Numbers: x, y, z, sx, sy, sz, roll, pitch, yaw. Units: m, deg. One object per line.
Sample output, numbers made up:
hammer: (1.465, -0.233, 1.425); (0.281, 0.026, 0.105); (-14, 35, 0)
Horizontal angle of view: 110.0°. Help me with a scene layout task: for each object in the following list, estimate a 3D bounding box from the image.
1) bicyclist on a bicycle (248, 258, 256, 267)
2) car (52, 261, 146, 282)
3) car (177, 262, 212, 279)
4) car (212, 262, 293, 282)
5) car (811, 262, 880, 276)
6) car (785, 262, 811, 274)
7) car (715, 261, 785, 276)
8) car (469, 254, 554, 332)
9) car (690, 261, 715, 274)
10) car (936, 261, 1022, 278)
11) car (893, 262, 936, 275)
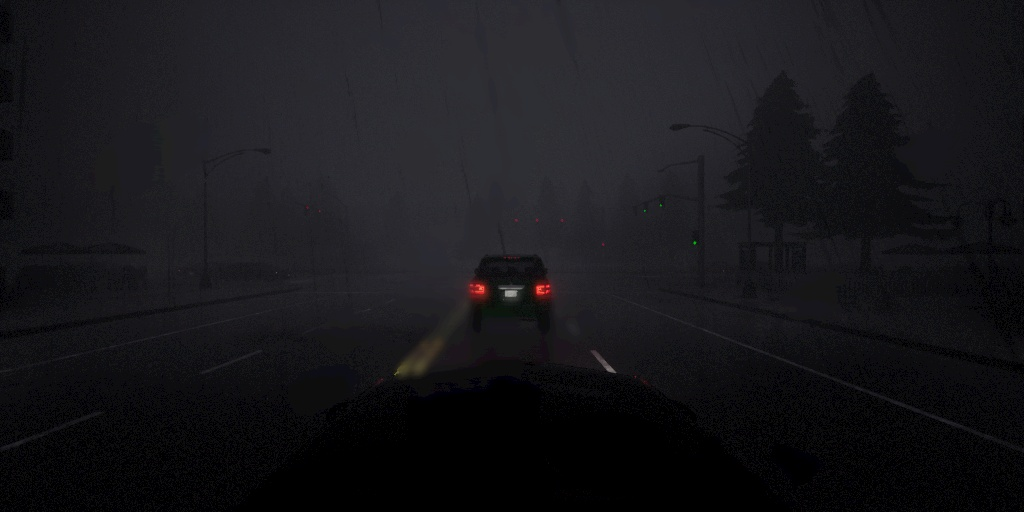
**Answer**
bicyclist on a bicycle: (-30.088, 0.995, 41.582); (0.582, 1.620, 1.656); (0, 0, 0)
car: (-30.684, 1.172, 27.009); (5.008, 1.535, 1.882); (0, 0, -2)
car: (-25.299, 1.242, 30.628); (5.357, 1.411, 2.033); (0, 0, -1)
car: (-19.248, 1.200, 27.057); (4.892, 1.490, 1.837); (0, 0, 1)
car: (32.705, 1.242, 34.701); (5.357, 1.411, 2.033); (0, 0, 1)
car: (30.612, 1.295, 38.206); (4.718, 1.301, 1.895); (0, 0, 1)
car: (22.954, 1.186, 34.707); (4.902, 1.511, 2.128); (0, 0, 0)
car: (-0.018, 0.971, 11.060); (2.150, 2.045, 5.566); (0, 0, 0)
car: (21.507, 1.220, 38.202); (4.674, 1.442, 1.812); (0, 0, 0)
car: (43.836, 1.185, 33.415); (4.902, 1.511, 2.128); (0, 0, 14)
car: (43.070, 1.295, 37.231); (4.718, 1.301, 1.895); (0, 0, 12)
